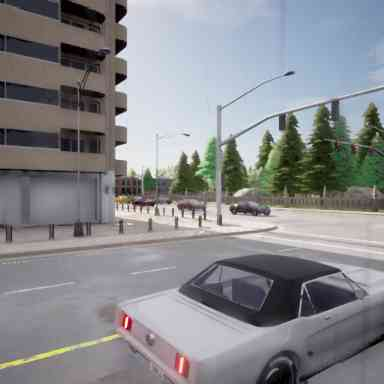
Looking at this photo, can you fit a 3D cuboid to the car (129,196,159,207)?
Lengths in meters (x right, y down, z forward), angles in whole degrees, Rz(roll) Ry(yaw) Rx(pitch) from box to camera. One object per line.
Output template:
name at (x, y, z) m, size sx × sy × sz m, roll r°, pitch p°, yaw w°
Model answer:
car at (-7.407, 1.656, 51.287) m, size 1.895 × 1.301 × 4.718 m, roll 0°, pitch 0°, yaw -35°

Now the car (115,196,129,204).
car at (-14.271, 1.533, 67.129) m, size 1.882 × 1.535 × 5.008 m, roll 0°, pitch 0°, yaw -36°

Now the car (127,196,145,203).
car at (-11.655, 1.581, 69.477) m, size 1.812 × 1.442 × 4.674 m, roll 0°, pitch 0°, yaw -36°

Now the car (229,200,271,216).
car at (5.671, 1.581, 33.071) m, size 1.812 × 1.442 × 4.674 m, roll 0°, pitch 0°, yaw -36°

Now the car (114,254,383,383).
car at (1.445, 1.601, 4.808) m, size 4.718 × 1.301 × 1.895 m, roll 0°, pitch 0°, yaw -35°

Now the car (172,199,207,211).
car at (-0.112, 1.581, 41.113) m, size 1.812 × 1.442 × 4.674 m, roll 0°, pitch 0°, yaw -35°

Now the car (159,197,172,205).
car at (-5.626, 1.603, 61.120) m, size 2.033 × 1.411 × 5.357 m, roll 0°, pitch 0°, yaw -36°
